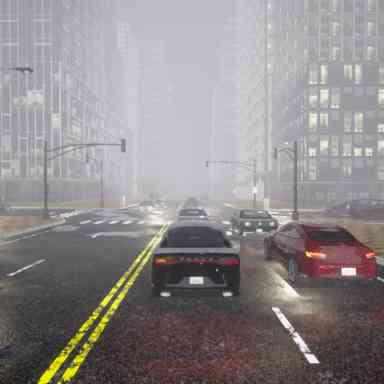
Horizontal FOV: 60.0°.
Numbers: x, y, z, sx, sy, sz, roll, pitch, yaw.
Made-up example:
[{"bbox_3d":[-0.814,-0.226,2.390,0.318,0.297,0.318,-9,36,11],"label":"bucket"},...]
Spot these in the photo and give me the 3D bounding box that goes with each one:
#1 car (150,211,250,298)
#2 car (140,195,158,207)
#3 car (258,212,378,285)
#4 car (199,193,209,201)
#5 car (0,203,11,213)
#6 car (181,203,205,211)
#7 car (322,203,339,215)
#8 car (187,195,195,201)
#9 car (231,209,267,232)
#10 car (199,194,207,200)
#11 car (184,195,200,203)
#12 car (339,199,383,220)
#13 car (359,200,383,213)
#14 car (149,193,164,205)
[{"bbox_3d":[0.071,1.474,8.591,1.882,1.535,5.008,0,0,0],"label":"car"},{"bbox_3d":[-6.740,1.528,50.687,1.994,1.385,4.181,0,0,0],"label":"car"},{"bbox_3d":[3.323,1.521,9.355,1.812,1.442,4.674,0,0,0],"label":"car"},{"bbox_3d":[3.016,1.143,79.993,2.150,2.045,5.566,0,0,0],"label":"car"},{"bbox_3d":[-20.075,1.364,32.292,4.674,1.442,1.812,1,1,1],"label":"car"},{"bbox_3d":[0.044,1.538,18.412,2.033,1.411,5.357,0,0,0],"label":"car"},{"bbox_3d":[16.196,1.637,35.002,4.674,1.442,1.812,1,1,1],"label":"car"},{"bbox_3d":[-0.249,1.471,84.769,1.994,1.385,4.181,0,0,0],"label":"car"},{"bbox_3d":[3.296,1.591,18.474,1.895,1.301,4.718,0,0,0],"label":"car"},{"bbox_3d":[2.985,1.267,90.381,2.128,1.511,4.902,0,0,0],"label":"car"},{"bbox_3d":[-0.077,1.471,49.324,1.837,1.490,4.892,0,0,1],"label":"car"},{"bbox_3d":[16.116,1.519,29.212,5.009,1.841,2.192,1,0,1],"label":"car"},{"bbox_3d":[21.700,1.643,37.515,4.829,1.417,1.752,1,0,1],"label":"car"},{"bbox_3d":[-6.751,1.175,59.720,2.150,2.045,5.566,0,0,0],"label":"car"}]
